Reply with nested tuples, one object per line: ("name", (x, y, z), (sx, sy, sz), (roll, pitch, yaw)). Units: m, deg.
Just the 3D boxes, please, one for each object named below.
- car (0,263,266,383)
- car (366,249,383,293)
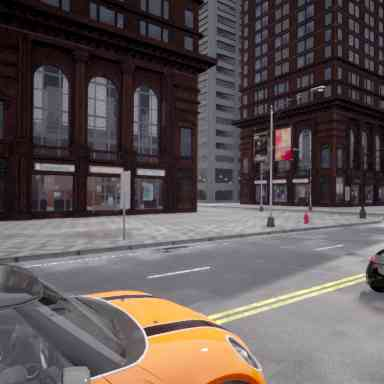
("car", (-1.550, 1.352, 2.334), (4.553, 1.767, 2.097), (0, 0, -36))
("car", (5.877, 1.576, 7.654), (4.181, 1.385, 1.994), (0, 0, -35))
